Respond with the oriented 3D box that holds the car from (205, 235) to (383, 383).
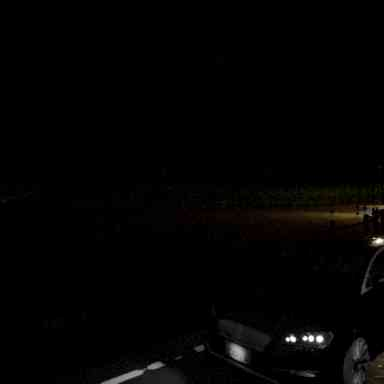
[{"bbox_3d":[2.312,1.519,5.339,4.902,1.511,2.128,0,-1,-42],"label":"car"}]
